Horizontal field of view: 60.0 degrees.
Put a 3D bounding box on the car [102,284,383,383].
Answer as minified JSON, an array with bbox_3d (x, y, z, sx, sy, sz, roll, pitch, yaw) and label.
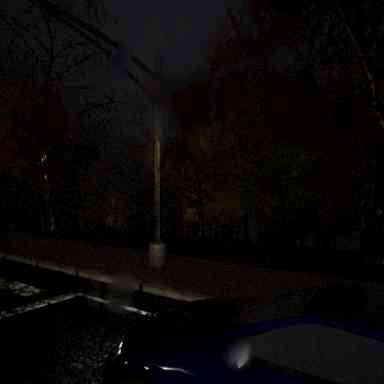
[{"bbox_3d":[1.158,1.564,2.857,4.181,1.385,1.994,0,0,35],"label":"car"}]
